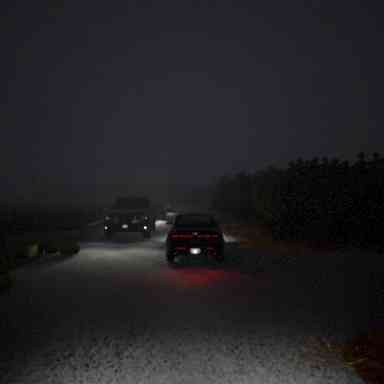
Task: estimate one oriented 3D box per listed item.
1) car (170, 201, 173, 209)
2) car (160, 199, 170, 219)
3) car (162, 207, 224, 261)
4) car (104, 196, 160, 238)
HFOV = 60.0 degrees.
[{"bbox_3d":[-3.175,1.535,37.931,1.812,1.442,4.674,0,0,0],"label":"car"},{"bbox_3d":[-3.200,1.571,27.998,1.994,1.385,4.181,0,0,0],"label":"car"},{"bbox_3d":[0.097,1.508,12.336,1.837,1.490,4.892,0,0,0],"label":"car"},{"bbox_3d":[-3.162,1.226,18.035,2.150,2.045,5.566,0,0,-2],"label":"car"}]
